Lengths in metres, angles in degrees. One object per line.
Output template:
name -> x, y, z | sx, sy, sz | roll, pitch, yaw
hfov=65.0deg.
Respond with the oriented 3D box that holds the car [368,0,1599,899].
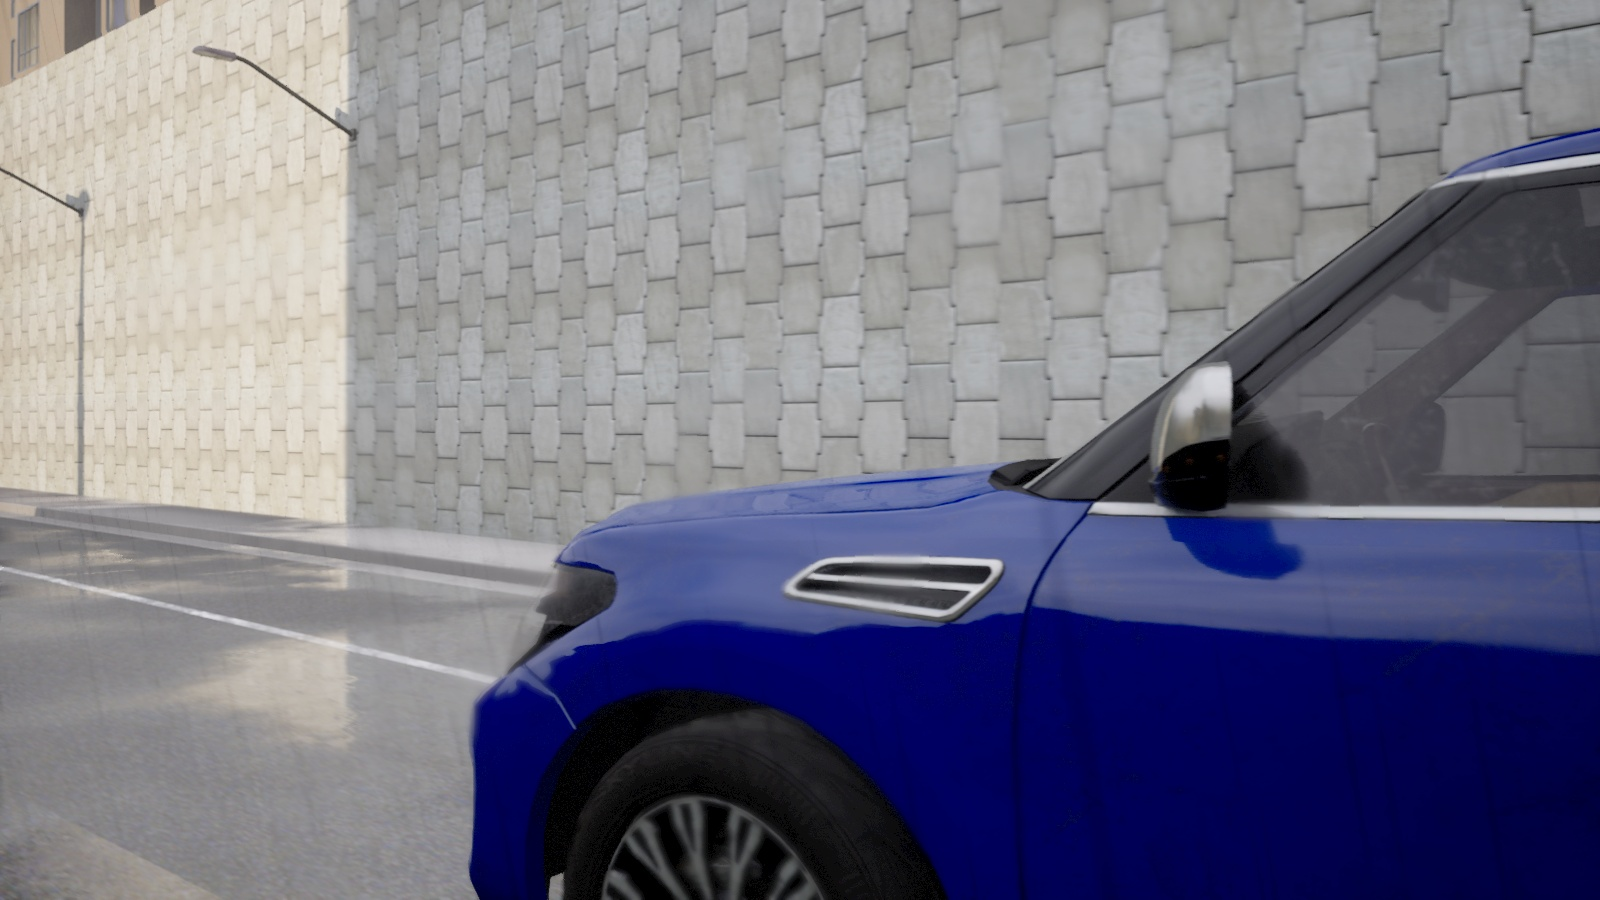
car -> 1.910, 0.404, 2.323 | 5.566, 2.045, 2.150 | 0, 1, 33
